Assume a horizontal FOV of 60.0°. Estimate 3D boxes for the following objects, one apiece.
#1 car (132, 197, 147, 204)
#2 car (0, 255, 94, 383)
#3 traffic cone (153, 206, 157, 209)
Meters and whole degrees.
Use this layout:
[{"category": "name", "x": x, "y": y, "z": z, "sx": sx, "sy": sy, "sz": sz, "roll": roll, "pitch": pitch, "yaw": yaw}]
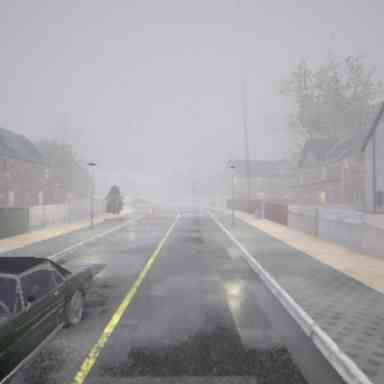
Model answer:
[{"category": "car", "x": -11.069, "y": 1.819, "z": 69.948, "sx": 1.837, "sy": 1.490, "sz": 4.892, "roll": 1, "pitch": -1, "yaw": -31}, {"category": "car", "x": -2.848, "y": 1.625, "z": 4.266, "sx": 1.895, "sy": 1.301, "sz": 4.718, "roll": 0, "pitch": 0, "yaw": 0}, {"category": "traffic cone", "x": -3.899, "y": 2.142, "z": 36.647, "sx": 0.340, "sy": 0.580, "sz": 0.340, "roll": 0, "pitch": 0, "yaw": -2}]
